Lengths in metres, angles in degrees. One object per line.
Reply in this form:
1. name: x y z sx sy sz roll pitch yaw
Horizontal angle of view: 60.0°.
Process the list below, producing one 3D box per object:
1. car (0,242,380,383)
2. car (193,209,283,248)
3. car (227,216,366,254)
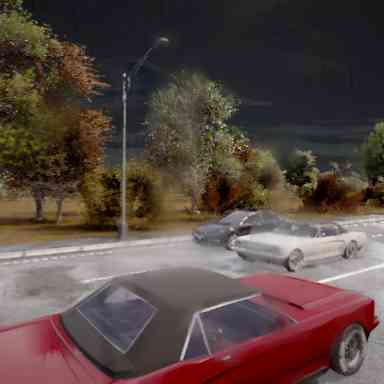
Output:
1. car: 0.197 1.601 3.887 4.718 1.301 1.895 0 0 -36
2. car: 2.276 1.507 14.214 4.892 1.490 1.837 0 0 -35
3. car: 3.621 1.603 10.875 4.718 1.301 1.895 0 0 -36
